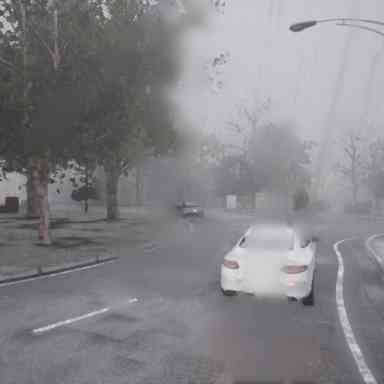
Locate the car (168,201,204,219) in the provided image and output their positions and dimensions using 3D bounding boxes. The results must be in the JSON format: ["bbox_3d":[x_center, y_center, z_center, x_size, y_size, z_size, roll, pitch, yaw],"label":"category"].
[{"bbox_3d":[-0.547,1.447,28.289,1.994,1.385,4.181,0,0,-22],"label":"car"}]

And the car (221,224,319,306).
[{"bbox_3d":[2.019,1.498,8.057,1.812,1.442,4.674,0,0,21],"label":"car"}]

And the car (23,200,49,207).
[{"bbox_3d":[-21.538,1.331,45.880,4.674,1.442,1.812,0,0,38],"label":"car"}]
